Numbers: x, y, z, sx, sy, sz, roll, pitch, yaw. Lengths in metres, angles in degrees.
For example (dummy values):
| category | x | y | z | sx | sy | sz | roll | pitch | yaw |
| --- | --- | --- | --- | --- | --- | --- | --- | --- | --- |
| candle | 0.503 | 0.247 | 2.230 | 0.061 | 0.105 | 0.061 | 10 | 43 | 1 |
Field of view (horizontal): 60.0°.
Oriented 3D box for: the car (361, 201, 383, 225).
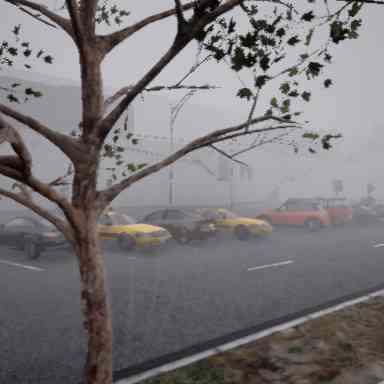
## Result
| category | x | y | z | sx | sy | sz | roll | pitch | yaw |
| --- | --- | --- | --- | --- | --- | --- | --- | --- | --- |
| car | 11.125 | 1.593 | 24.540 | 4.674 | 1.452 | 2.002 | -1 | 0 | 35 |

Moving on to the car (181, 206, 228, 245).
| category | x | y | z | sx | sy | sz | roll | pitch | yaw |
| --- | --- | --- | --- | --- | --- | --- | --- | --- | --- |
| car | -1.055 | 1.548 | 15.902 | 4.792 | 1.488 | 2.163 | -1 | -1 | 35 |

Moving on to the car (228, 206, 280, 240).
| category | x | y | z | sx | sy | sz | roll | pitch | yaw |
| --- | --- | --- | --- | --- | --- | --- | --- | --- | --- |
| car | 1.555 | 1.526 | 17.516 | 5.366 | 1.575 | 1.946 | -1 | -1 | 35 |

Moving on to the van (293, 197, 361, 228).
| category | x | y | z | sx | sy | sz | roll | pitch | yaw |
| --- | --- | --- | --- | --- | --- | --- | --- | --- | --- |
| van | 8.794 | 1.329 | 22.757 | 4.442 | 1.987 | 1.878 | -1 | -1 | 35 |

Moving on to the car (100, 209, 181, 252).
| category | x | y | z | sx | sy | sz | roll | pitch | yaw |
| --- | --- | --- | --- | --- | --- | --- | --- | --- | --- |
| car | -3.305 | 1.501 | 14.055 | 5.366 | 1.575 | 1.946 | -1 | -1 | 35 |

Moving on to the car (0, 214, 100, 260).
| category | x | y | z | sx | sy | sz | roll | pitch | yaw |
| --- | --- | --- | --- | --- | --- | --- | --- | --- | --- |
| car | -5.886 | 1.538 | 12.424 | 4.674 | 1.452 | 2.002 | -1 | -1 | 35 |

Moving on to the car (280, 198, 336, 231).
| category | x | y | z | sx | sy | sz | roll | pitch | yaw |
| --- | --- | --- | --- | --- | --- | --- | --- | --- | --- |
| car | 6.284 | 1.424 | 21.064 | 4.553 | 1.767 | 2.185 | -1 | -1 | 34 |
